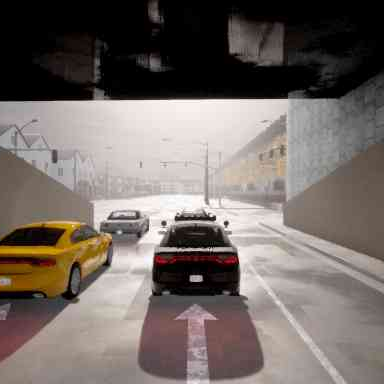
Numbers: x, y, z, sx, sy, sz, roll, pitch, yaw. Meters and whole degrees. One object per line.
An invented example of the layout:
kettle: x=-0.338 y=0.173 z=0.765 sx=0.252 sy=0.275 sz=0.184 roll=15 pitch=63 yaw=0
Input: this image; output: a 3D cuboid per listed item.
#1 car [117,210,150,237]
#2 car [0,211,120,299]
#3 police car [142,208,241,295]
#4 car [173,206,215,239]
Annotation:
car: x=-3.406 y=1.601 z=17.839 sx=1.895 sy=1.301 sz=4.718 roll=0 pitch=0 yaw=0
car: x=-3.410 y=1.478 z=8.522 sx=1.882 sy=1.535 sz=5.008 roll=0 pitch=0 yaw=0
police car: x=0.086 y=1.425 z=8.847 sx=1.930 sy=1.638 sz=5.238 roll=0 pitch=0 yaw=0
car: x=0.092 y=1.564 z=17.923 sx=1.994 sy=1.385 sz=4.181 roll=0 pitch=0 yaw=0
